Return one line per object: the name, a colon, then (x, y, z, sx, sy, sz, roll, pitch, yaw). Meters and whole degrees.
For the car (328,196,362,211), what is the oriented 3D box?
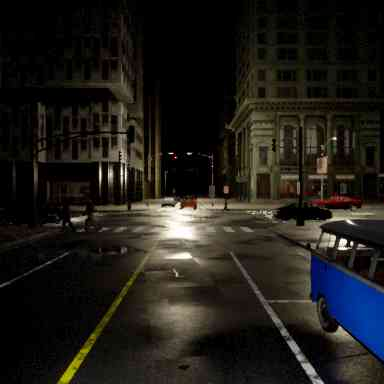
car: (15.103, 1.218, 34.937, 5.008, 1.535, 1.882, -1, 0, 0)

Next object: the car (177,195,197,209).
car: (-0.393, 1.320, 44.357, 2.097, 1.767, 4.553, 0, 0, 2)

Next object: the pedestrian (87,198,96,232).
pedestrian: (-5.712, 1.289, 18.839, 0.375, 1.860, 0.375, 0, 0, 0)

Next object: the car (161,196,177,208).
car: (-3.353, 1.509, 48.237, 2.033, 1.411, 5.357, 0, 0, 0)

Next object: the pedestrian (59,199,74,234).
pedestrian: (-6.630, 1.287, 17.641, 0.375, 1.860, 0.375, 0, 0, 0)

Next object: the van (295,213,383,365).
van: (2.836, 1.341, 4.232, 1.690, 1.788, 3.998, 0, 0, 0)

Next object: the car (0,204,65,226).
car: (-12.377, 1.684, 24.855, 4.674, 1.442, 1.812, -1, 0, 0)

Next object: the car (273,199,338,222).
car: (8.237, 1.446, 24.956, 4.181, 1.385, 1.994, -1, 0, 0)

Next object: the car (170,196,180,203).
car: (-3.486, 1.483, 68.361, 1.994, 1.385, 4.181, 0, 0, 0)

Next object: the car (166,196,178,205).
car: (-3.453, 1.490, 58.354, 2.033, 1.411, 5.357, 0, 0, -1)

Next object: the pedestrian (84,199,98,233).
pedestrian: (-5.548, 1.286, 18.207, 0.375, 1.860, 0.375, 0, 0, 0)
